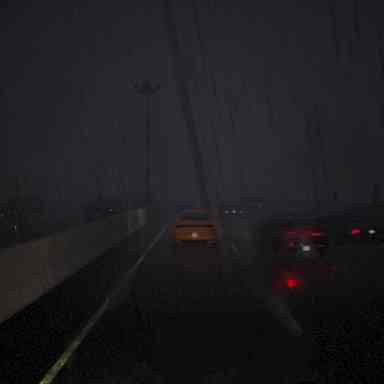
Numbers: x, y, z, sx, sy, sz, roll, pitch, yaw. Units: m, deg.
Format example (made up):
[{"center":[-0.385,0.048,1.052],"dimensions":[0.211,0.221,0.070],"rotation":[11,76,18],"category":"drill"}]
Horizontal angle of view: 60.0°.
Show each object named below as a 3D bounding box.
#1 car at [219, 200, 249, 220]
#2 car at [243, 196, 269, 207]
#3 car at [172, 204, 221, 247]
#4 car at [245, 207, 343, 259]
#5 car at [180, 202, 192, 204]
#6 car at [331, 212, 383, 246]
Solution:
[{"center":[3.384,1.723,30.466],"dimensions":[2.033,1.411,5.357],"rotation":[0,0,-3],"category":"car"},{"center":[6.513,1.425,35.392],"dimensions":[2.150,2.045,5.566],"rotation":[0,0,-5],"category":"car"},{"center":[0.106,1.568,15.623],"dimensions":[1.882,1.535,5.008],"rotation":[0,0,0],"category":"car"},{"center":[3.605,1.567,12.885],"dimensions":[2.128,1.511,4.902],"rotation":[0,0,0],"category":"car"},{"center":[-0.700,1.776,36.790],"dimensions":[1.994,1.385,4.181],"rotation":[0,0,-6],"category":"car"},{"center":[7.105,1.638,15.681],"dimensions":[2.033,1.411,5.357],"rotation":[0,0,0],"category":"car"}]
